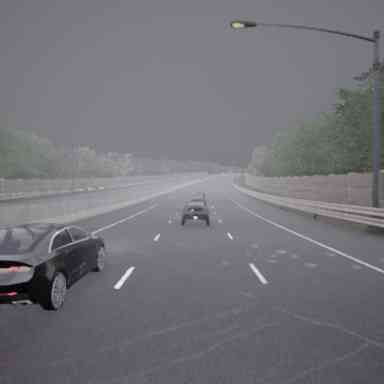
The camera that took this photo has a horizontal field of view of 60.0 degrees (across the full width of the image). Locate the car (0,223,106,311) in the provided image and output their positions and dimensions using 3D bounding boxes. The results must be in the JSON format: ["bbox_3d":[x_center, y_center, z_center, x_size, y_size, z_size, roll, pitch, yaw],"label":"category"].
[{"bbox_3d":[-3.369,1.442,7.607,2.128,1.511,4.902,0,1,0],"label":"car"}]

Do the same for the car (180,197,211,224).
[{"bbox_3d":[0.257,1.342,22.943,1.837,1.490,4.892,0,0,1],"label":"car"}]

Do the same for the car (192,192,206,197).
[{"bbox_3d":[0.667,1.094,36.340,1.837,1.490,4.892,0,1,2],"label":"car"}]
